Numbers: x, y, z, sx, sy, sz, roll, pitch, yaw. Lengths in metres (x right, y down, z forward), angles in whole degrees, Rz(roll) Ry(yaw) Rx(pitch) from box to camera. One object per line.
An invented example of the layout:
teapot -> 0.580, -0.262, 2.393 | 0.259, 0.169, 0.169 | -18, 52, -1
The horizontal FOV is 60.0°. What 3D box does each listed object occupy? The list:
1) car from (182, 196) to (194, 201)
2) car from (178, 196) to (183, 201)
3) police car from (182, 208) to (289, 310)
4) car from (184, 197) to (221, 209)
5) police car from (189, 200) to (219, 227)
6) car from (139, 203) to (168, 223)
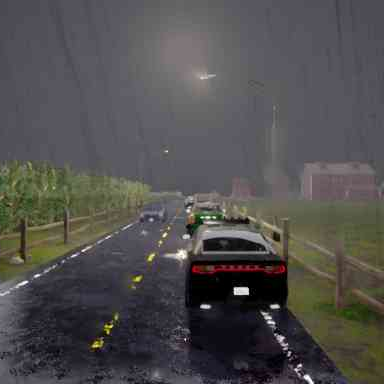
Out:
car -> -0.094, 1.625, 46.704 | 1.895, 1.301, 4.718 | 0, 0, 0
car -> -3.008, 1.723, 93.338 | 2.033, 1.411, 5.357 | 0, 0, 0
police car -> 0.803, 1.425, 8.048 | 1.930, 1.638, 5.238 | 0, 0, 0
car -> 0.776, 1.351, 17.909 | 2.097, 1.767, 4.553 | 0, 0, 0
police car -> 0.759, 1.425, 24.048 | 1.930, 1.638, 5.238 | 0, 0, 0
car -> -2.820, 1.547, 25.656 | 2.033, 1.411, 5.357 | 0, 0, 0
